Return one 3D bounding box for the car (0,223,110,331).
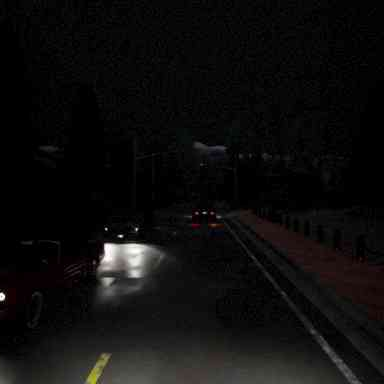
[{"bbox_3d":[-3.405,1.603,6.995,1.895,1.301,4.718,0,0,2],"label":"car"}]

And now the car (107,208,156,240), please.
[{"bbox_3d":[-3.030,1.553,17.292,2.033,1.411,5.357,0,0,2],"label":"car"}]

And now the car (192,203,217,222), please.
[{"bbox_3d":[0.971,1.555,26.313,2.033,1.411,5.357,0,0,2],"label":"car"}]
